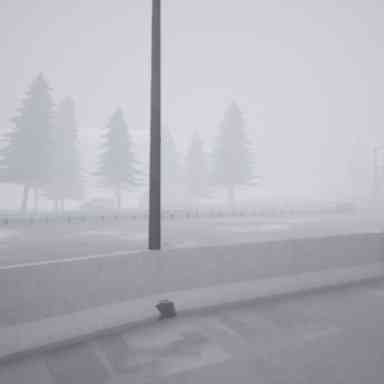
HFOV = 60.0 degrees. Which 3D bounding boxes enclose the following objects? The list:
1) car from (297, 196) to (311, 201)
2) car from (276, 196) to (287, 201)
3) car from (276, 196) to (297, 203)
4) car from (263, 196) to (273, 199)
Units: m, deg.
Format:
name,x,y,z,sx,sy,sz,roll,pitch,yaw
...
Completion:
name,x,y,z,sx,sy,sz,roll,pitch,yaw
car,24.580,1.683,73.467,1.837,1.490,4.892,0,0,-9
car,24.098,1.778,89.351,1.895,1.301,4.718,0,0,2
car,20.929,1.684,74.485,2.128,1.511,4.902,0,0,-9
car,20.660,1.702,90.362,2.033,1.411,5.357,0,0,2
